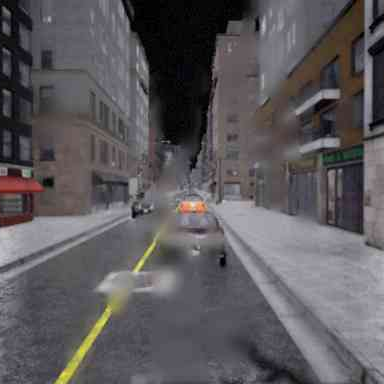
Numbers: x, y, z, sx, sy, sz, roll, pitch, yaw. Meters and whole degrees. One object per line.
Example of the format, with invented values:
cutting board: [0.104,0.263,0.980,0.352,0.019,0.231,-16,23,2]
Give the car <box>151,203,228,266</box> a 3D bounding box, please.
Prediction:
car: [0.076,1.339,10.897,2.128,1.511,4.902,0,1,0]

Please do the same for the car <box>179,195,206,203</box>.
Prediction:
car: [0.062,0.980,26.830,2.097,1.767,4.553,0,1,0]

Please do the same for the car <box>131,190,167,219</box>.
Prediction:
car: [-3.124,0.871,25.203,2.150,2.045,5.566,0,1,0]

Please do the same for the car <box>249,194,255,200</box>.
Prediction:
car: [12.079,0.629,57.617,4.507,1.381,1.887,-1,1,0]
